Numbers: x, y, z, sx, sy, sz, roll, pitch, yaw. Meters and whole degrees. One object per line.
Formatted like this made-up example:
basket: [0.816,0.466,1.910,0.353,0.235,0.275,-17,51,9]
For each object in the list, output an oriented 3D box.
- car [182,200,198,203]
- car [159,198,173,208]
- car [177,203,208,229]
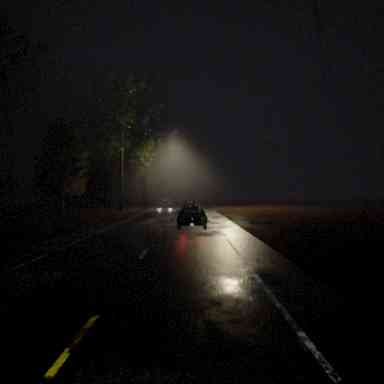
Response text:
car: [-0.235,1.690,41.412,1.994,1.385,4.181,0,0,-1]
car: [-3.998,1.643,51.370,1.882,1.535,5.008,0,0,-1]
car: [-0.005,1.663,22.048,1.895,1.301,4.718,0,0,0]
